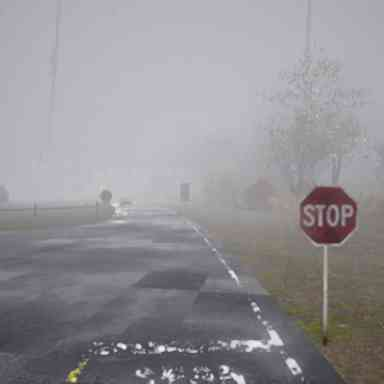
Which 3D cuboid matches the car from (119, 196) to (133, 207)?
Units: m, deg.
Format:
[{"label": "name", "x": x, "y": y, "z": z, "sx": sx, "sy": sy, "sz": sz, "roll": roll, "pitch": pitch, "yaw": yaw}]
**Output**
[{"label": "car", "x": -10.172, "y": 1.420, "z": 51.282, "sx": 1.882, "sy": 1.535, "sz": 5.008, "roll": 0, "pitch": 0, "yaw": -16}]
